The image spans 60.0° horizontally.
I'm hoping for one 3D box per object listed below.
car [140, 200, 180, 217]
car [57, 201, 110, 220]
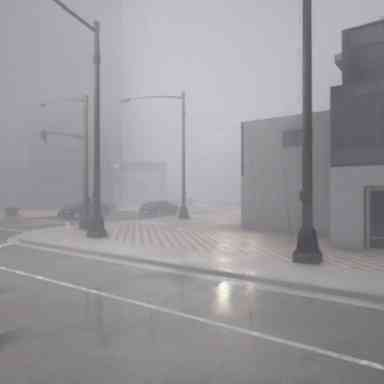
[{"bbox_3d":[-3.010,1.607,32.985,1.837,1.490,4.892,0,0,36],"label":"car"},{"bbox_3d":[-9.654,1.607,29.927,1.837,1.490,4.892,0,0,36],"label":"car"}]
